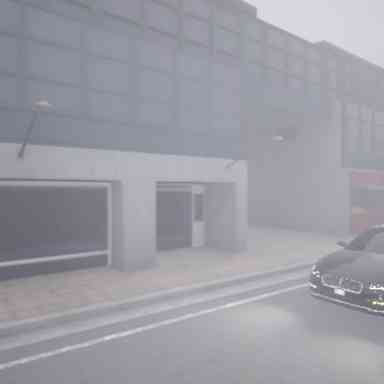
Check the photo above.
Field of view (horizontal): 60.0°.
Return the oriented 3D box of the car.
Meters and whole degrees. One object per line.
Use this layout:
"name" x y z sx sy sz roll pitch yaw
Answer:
"car" 4.540 1.474 7.137 4.892 1.490 1.837 0 0 -35
